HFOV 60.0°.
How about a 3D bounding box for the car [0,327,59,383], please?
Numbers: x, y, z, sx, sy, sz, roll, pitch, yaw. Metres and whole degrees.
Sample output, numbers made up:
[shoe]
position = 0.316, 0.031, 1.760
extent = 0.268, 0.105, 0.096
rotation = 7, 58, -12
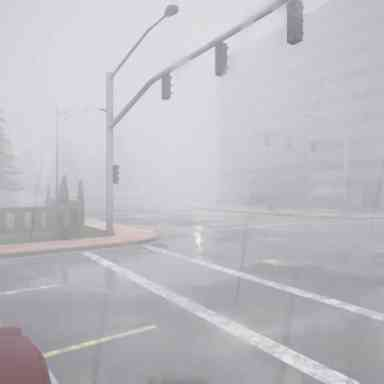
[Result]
[car]
position = -3.096, 1.601, 1.571
extent = 4.718, 1.301, 1.895
rotation = 0, 0, -35
